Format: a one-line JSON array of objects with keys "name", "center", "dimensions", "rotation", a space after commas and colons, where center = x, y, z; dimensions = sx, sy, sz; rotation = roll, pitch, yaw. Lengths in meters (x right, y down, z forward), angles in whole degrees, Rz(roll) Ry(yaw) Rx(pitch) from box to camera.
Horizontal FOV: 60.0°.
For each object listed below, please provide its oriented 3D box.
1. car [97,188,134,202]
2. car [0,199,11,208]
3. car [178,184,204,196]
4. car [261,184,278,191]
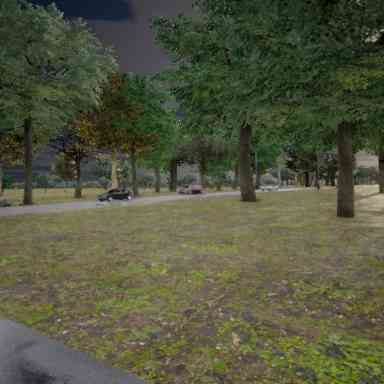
[{"name": "car", "center": [-9.192, 0.365, 40.049], "dimensions": [1.837, 1.490, 4.892], "rotation": [-1, 3, 38]}, {"name": "car", "center": [-18.381, 1.006, 28.104], "dimensions": [2.033, 1.411, 5.357], "rotation": [-1, 2, 38]}, {"name": "car", "center": [-0.151, -0.351, 51.772], "dimensions": [2.097, 1.767, 4.553], "rotation": [-1, 2, 38]}, {"name": "car", "center": [15.450, -0.862, 66.022], "dimensions": [1.895, 1.301, 4.718], "rotation": [-1, 2, 37]}]
